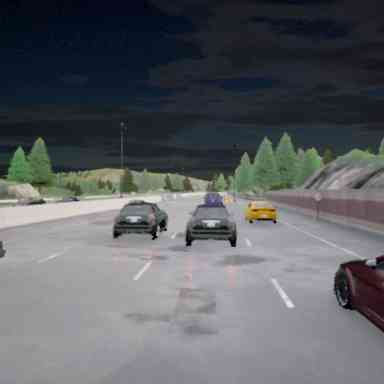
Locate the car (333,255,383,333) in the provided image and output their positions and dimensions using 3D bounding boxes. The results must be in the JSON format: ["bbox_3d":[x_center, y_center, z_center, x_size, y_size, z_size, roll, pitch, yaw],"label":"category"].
[{"bbox_3d":[3.817,1.563,5.101,1.994,1.385,4.181,0,0,2],"label":"car"}]

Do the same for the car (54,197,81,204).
[{"bbox_3d":[-15.069,1.374,40.508,1.837,1.490,4.892,0,0,4],"label":"car"}]

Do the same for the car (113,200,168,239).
[{"bbox_3d":[-2.495,1.295,17.171,2.097,1.767,4.553,0,0,4],"label":"car"}]

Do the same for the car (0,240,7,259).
[{"bbox_3d":[-6.621,1.502,7.551,2.033,1.411,5.357,0,0,3],"label":"car"}]

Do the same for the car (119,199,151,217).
[{"bbox_3d":[-5.113,1.421,30.598,1.812,1.442,4.674,0,0,4],"label":"car"}]

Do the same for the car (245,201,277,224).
[{"bbox_3d":[5.018,1.427,24.752,1.882,1.535,5.008,0,0,4],"label":"car"}]

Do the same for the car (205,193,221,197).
[{"bbox_3d":[2.511,1.120,39.606,2.150,2.045,5.566,0,0,4],"label":"car"}]

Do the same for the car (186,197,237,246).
[{"bbox_3d":[0.895,1.312,15.351,2.097,1.767,4.553,0,0,4],"label":"car"}]

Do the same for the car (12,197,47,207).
[{"bbox_3d":[-18.735,1.317,38.548,2.128,1.511,4.902,0,0,4],"label":"car"}]
